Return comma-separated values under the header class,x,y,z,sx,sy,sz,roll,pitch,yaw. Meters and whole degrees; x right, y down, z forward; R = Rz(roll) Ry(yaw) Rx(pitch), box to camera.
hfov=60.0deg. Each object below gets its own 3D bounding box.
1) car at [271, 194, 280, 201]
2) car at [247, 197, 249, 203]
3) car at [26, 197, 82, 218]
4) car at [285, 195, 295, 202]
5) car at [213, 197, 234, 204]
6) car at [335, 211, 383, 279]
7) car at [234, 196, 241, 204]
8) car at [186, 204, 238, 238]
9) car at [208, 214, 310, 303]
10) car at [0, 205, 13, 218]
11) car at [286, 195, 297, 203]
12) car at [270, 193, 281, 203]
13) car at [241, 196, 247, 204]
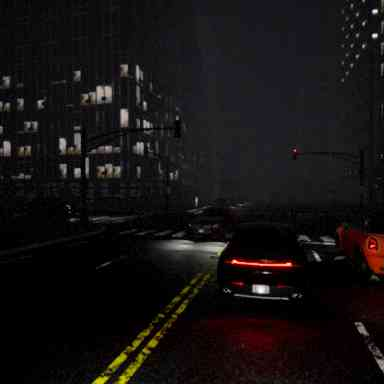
class,x,y,z,sx,sy,sz,roll,pitch,yaw
car,20.214,1.261,80.350,1.882,1.535,5.008,0,0,14
car,10.992,1.518,70.504,1.994,1.385,4.181,0,0,14
car,-11.809,1.224,28.622,4.553,1.767,2.097,1,1,15
car,23.363,1.491,79.545,2.033,1.411,5.357,0,0,14
car,3.842,1.514,42.864,1.812,1.442,4.674,0,0,14
car,5.707,1.350,9.951,2.097,1.767,4.553,0,0,14
car,6.132,1.487,51.846,1.837,1.490,4.892,0,0,14
car,1.296,1.545,17.389,1.812,1.442,4.674,0,-1,23
car,1.839,1.504,8.342,1.837,1.490,4.892,0,0,14
car,-16.809,1.441,27.175,4.313,1.339,1.947,1,1,15
car,20.815,1.486,69.539,2.128,1.511,4.902,0,0,14
car,17.646,1.180,70.284,2.150,2.045,5.566,0,0,14
car,8.454,1.500,60.844,1.812,1.442,4.674,0,0,15
